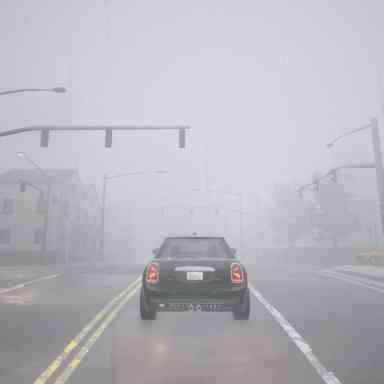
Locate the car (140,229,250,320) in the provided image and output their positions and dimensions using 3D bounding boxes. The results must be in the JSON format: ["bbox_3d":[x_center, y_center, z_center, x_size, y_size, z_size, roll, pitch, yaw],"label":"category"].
[{"bbox_3d":[0.062,1.807,8.234,2.097,1.767,4.553,0,-7,0],"label":"car"}]

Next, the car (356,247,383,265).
[{"bbox_3d":[16.465,5.364,28.068,5.008,1.535,1.882,0,-11,1],"label":"car"}]

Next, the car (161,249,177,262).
[{"bbox_3d":[-3.653,10.343,54.282,2.150,2.045,5.566,0,-11,0],"label":"car"}]

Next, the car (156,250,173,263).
[{"bbox_3d":[-3.640,8.631,44.402,1.882,1.535,5.008,0,-11,0],"label":"car"}]
